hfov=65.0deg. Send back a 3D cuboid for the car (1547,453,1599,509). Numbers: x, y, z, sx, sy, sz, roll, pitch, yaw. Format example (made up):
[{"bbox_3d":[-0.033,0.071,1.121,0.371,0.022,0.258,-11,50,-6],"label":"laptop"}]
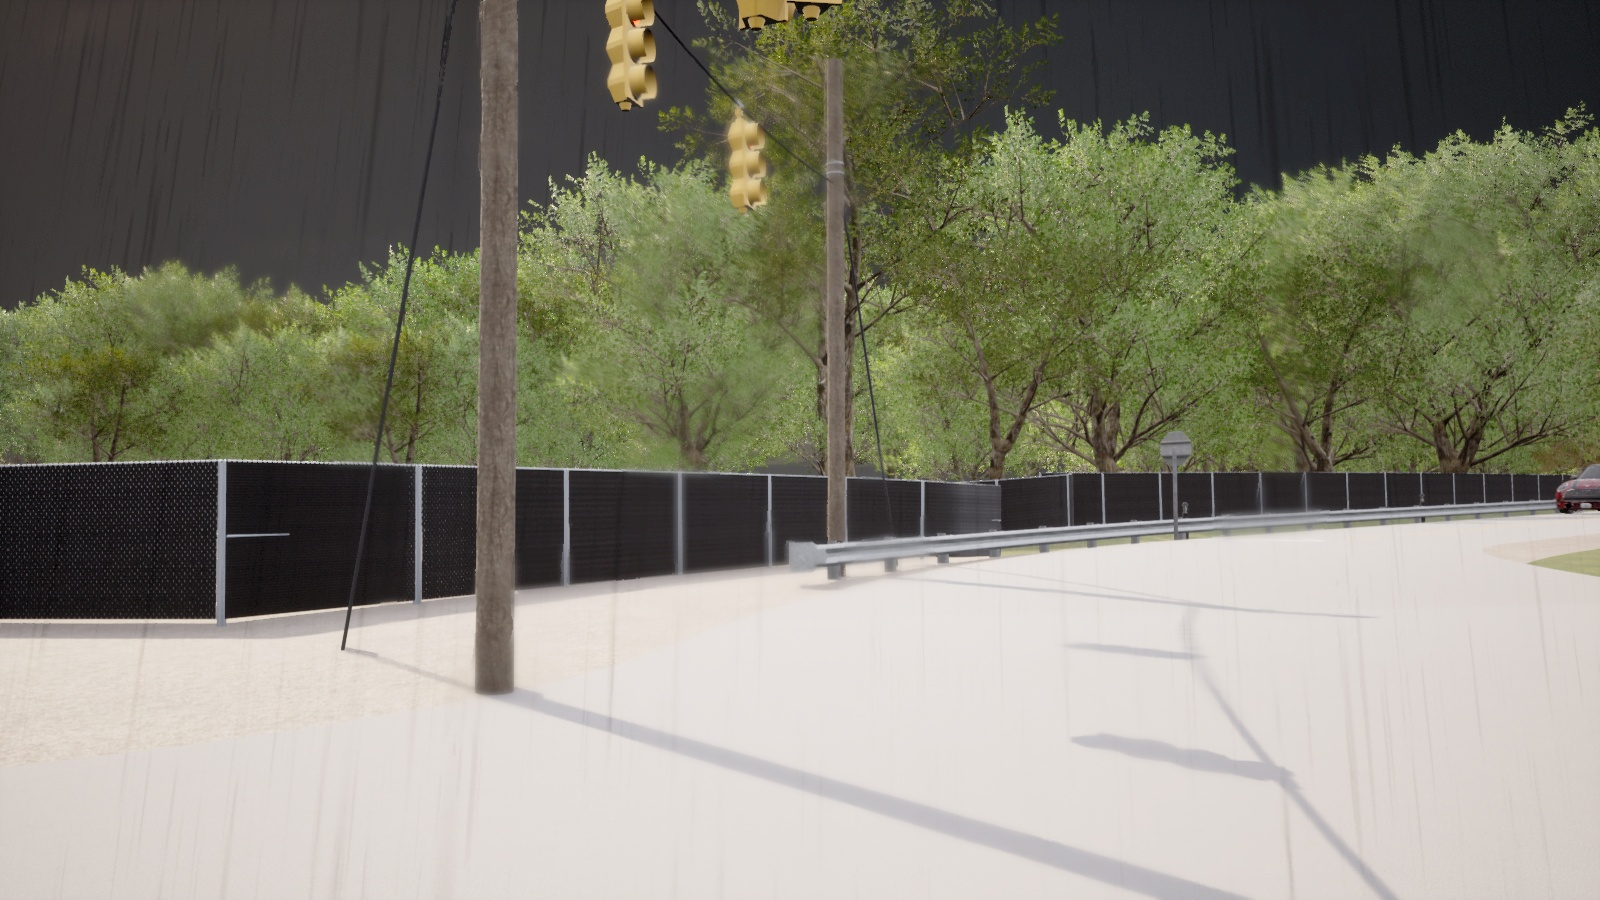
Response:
[{"bbox_3d":[26.995,1.000,41.734,4.553,1.767,2.097,0,-3,-38],"label":"car"}]
